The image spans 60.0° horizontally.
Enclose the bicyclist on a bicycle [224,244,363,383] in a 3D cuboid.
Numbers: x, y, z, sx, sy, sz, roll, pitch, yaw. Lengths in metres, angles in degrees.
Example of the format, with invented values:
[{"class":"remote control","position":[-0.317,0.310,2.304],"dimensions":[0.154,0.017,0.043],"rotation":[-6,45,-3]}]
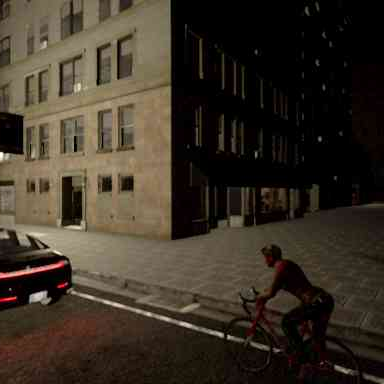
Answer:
[{"class":"bicyclist on a bicycle","position":[1.082,1.454,3.886],"dimensions":[1.656,1.620,0.582],"rotation":[0,0,35]}]

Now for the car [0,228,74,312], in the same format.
[{"class":"car","position":[-4.474,1.496,6.859],"dimensions":[4.902,1.511,2.128],"rotation":[0,0,36]}]
